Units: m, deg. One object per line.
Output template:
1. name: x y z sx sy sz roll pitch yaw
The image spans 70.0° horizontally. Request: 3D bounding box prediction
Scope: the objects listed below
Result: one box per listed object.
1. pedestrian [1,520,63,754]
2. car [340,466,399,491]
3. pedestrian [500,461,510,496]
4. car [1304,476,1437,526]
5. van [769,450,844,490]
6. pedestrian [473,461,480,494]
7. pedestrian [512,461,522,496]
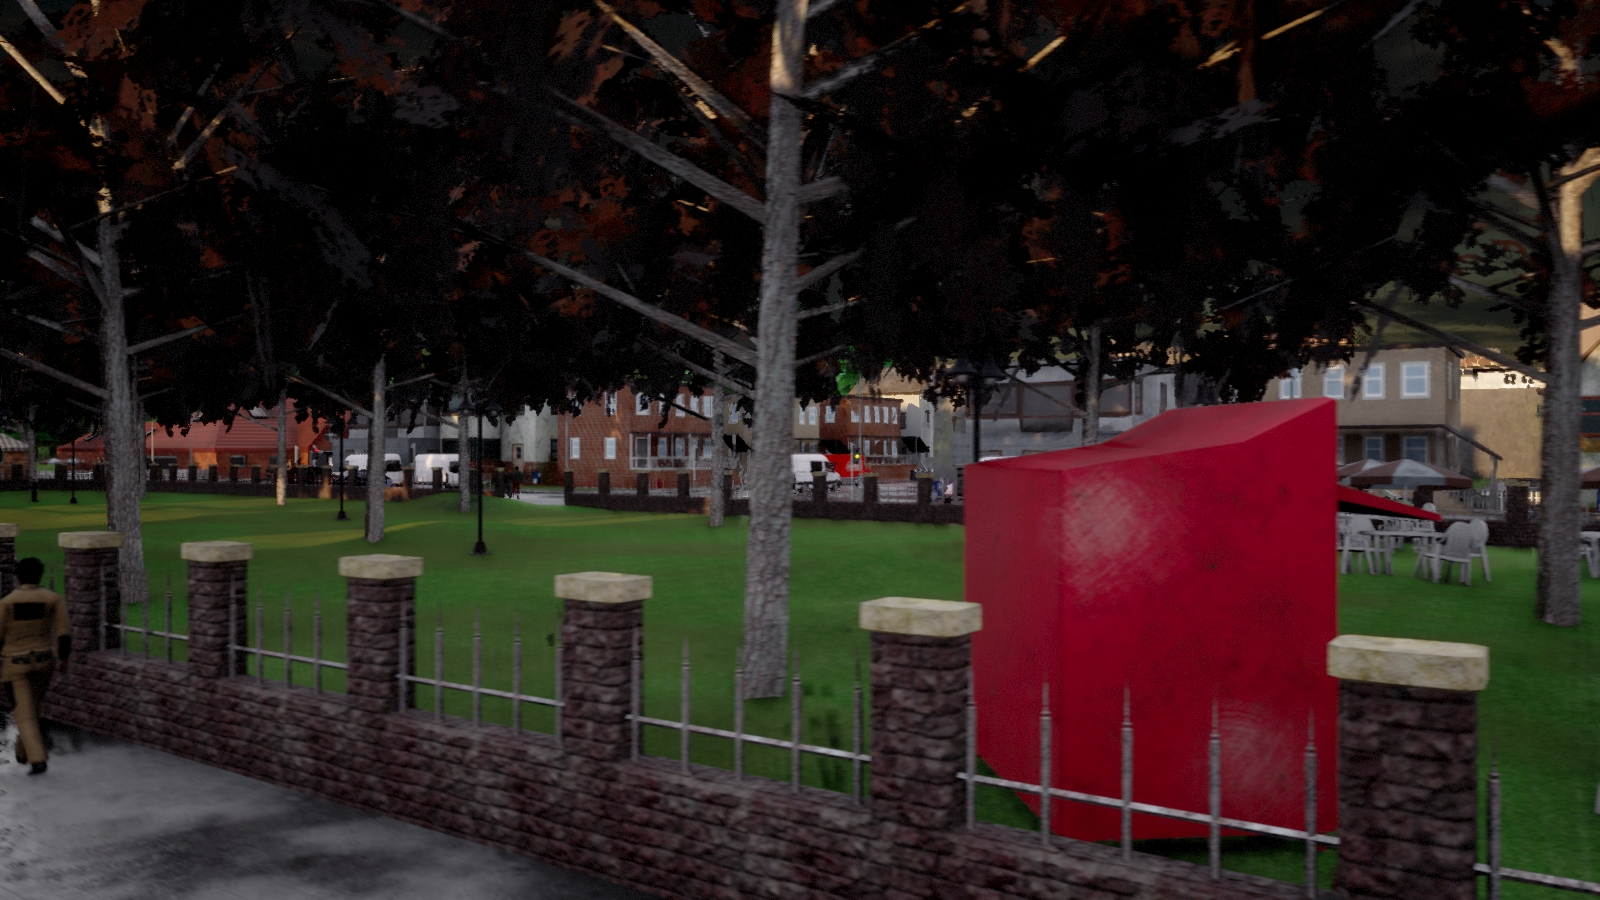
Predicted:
1. pedestrian: -6.388 1.525 9.500 0.375 1.860 0.375 0 0 -43
2. car: -27.647 1.817 73.422 3.633 1.501 1.845 0 0 36
3. pedestrian: -15.795 1.524 61.176 0.375 1.860 0.375 0 0 -42
4. car: 20.236 1.780 40.558 3.988 1.617 1.851 0 0 34
5. van: 0.527 1.314 76.707 1.988 2.561 5.915 0 0 36
6. pedestrian: -18.161 1.524 64.227 0.375 1.860 0.375 0 0 -17
7. pedestrian: -15.242 1.524 61.495 0.375 1.860 0.375 0 0 -39
